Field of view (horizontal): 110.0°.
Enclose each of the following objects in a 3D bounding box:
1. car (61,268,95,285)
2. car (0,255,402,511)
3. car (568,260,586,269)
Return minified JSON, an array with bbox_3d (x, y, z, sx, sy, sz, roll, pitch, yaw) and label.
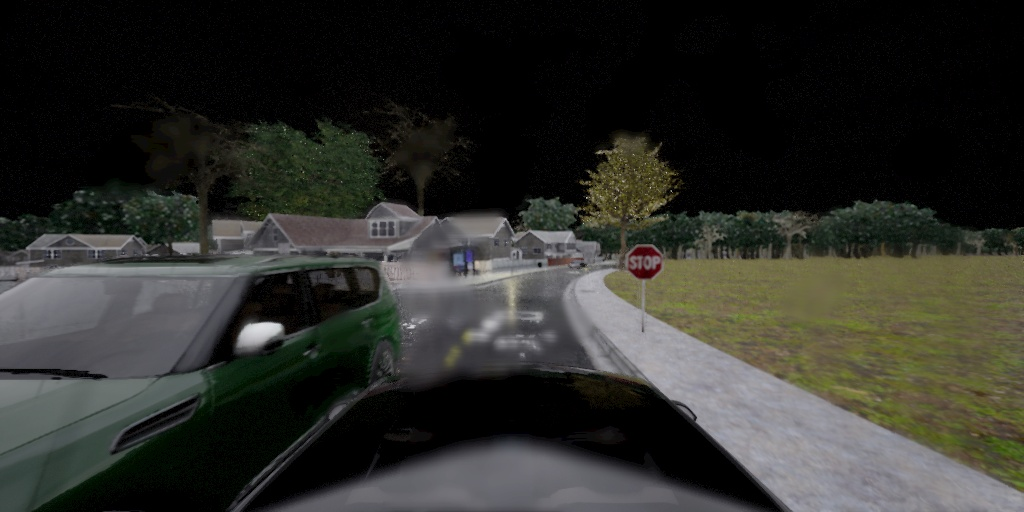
[{"bbox_3d":[-44.338,2.033,36.720,4.674,1.442,1.812,-1,0,44],"label":"car"},{"bbox_3d":[-2.721,1.002,3.156,2.150,2.045,5.566,0,0,1],"label":"car"},{"bbox_3d":[10.444,1.341,57.254,2.128,1.511,4.902,1,1,26],"label":"car"}]
